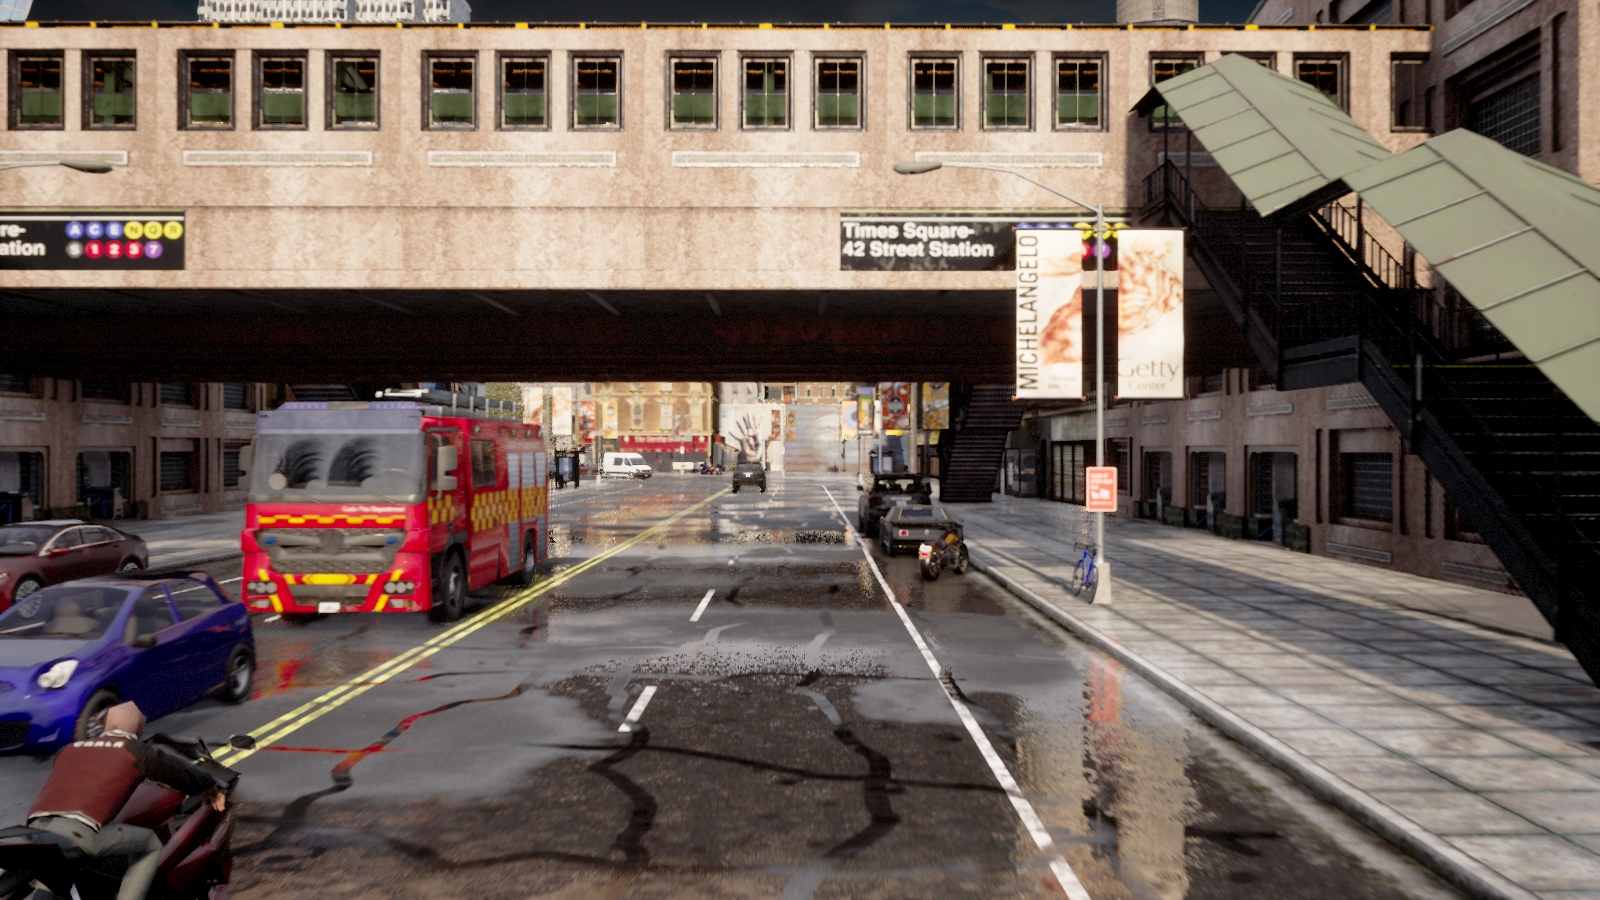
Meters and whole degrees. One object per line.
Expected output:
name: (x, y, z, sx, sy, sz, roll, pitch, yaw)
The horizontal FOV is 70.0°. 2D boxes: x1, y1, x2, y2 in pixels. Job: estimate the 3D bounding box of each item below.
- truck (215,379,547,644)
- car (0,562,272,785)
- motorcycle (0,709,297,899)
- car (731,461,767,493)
truck: (-6.982, 0.890, 20.729, 2.891, 3.827, 8.468, 0, 0, 0)
car: (-6.998, 2.038, 11.340, 1.845, 1.501, 3.633, 0, 0, 0)
motorcycle: (-3.501, 2.205, 5.866, 0.867, 1.251, 2.209, 0, 0, 0)
car: (-3.402, 1.780, 77.413, 2.150, 2.045, 5.566, 0, 0, 0)
